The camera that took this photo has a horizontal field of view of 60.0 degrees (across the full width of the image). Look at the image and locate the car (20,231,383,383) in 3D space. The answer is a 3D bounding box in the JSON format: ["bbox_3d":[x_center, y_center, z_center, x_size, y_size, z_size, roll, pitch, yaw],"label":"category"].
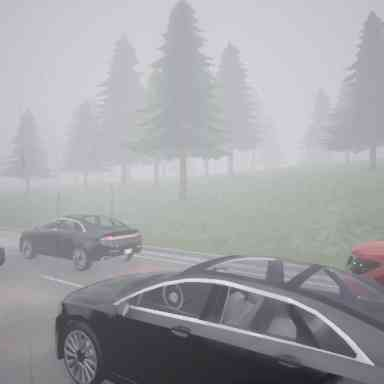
[{"bbox_3d":[0.440,1.492,3.680,4.902,1.511,2.128,0,0,36],"label":"car"}]

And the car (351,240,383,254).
[{"bbox_3d":[5.117,1.223,4.640,5.566,2.045,2.150,0,0,36],"label":"car"}]

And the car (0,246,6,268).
[{"bbox_3d":[-7.085,1.601,9.027,4.718,1.301,1.895,0,0,36],"label":"car"}]

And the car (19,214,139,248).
[{"bbox_3d":[-3.798,1.492,10.971,4.902,1.511,2.128,0,0,36],"label":"car"}]
